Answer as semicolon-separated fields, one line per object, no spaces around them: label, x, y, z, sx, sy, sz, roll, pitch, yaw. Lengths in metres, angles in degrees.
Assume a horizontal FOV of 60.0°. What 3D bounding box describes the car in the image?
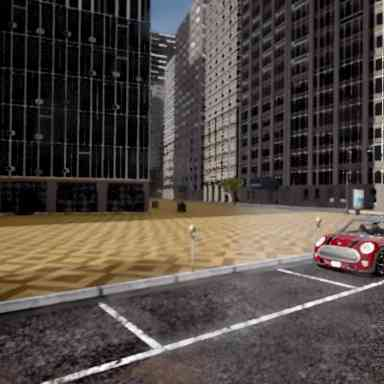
car;5.736;1.551;10.648;4.097;1.590;1.967;1;0;-36
